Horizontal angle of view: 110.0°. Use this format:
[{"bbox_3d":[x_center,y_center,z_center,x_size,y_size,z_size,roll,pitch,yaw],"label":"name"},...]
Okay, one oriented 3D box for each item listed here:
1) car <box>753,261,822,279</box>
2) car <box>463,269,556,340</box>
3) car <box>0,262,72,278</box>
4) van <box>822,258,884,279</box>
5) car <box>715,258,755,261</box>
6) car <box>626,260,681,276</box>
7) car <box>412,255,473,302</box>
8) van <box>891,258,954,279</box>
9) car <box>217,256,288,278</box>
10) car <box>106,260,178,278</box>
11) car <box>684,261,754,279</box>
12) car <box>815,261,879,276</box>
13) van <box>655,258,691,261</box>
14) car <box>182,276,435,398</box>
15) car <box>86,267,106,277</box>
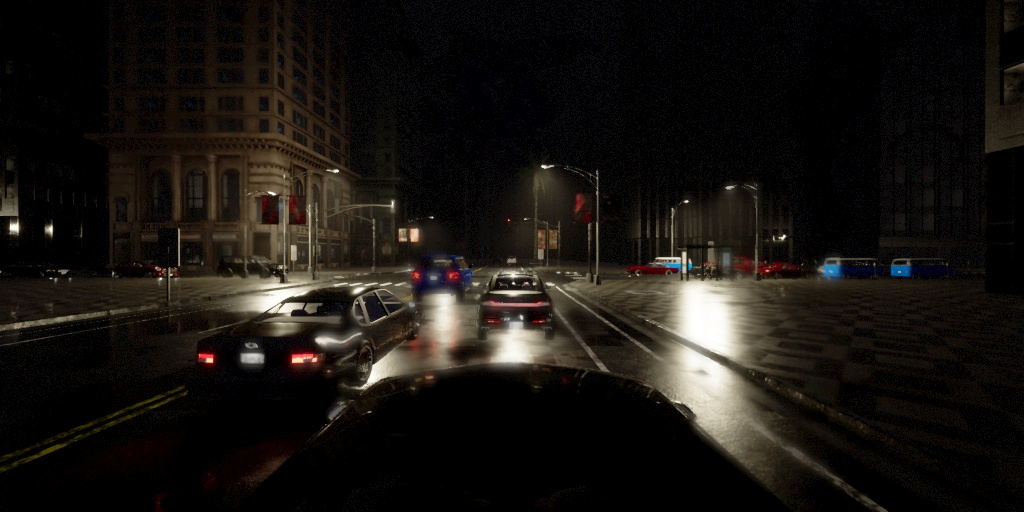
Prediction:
[{"bbox_3d":[22.732,1.326,29.814,4.207,1.307,1.802,0,0,0],"label":"car"},{"bbox_3d":[0.087,1.240,9.949,2.128,1.511,4.902,0,0,0],"label":"car"},{"bbox_3d":[-43.163,1.289,32.581,4.902,1.511,2.128,0,0,0],"label":"car"},{"bbox_3d":[28.410,1.082,29.819,3.998,1.789,1.690,0,0,0],"label":"van"},{"bbox_3d":[23.317,1.205,35.674,5.008,1.535,1.882,0,0,0],"label":"car"},{"bbox_3d":[13.875,1.335,35.667,4.718,1.301,1.895,0,0,2],"label":"car"},{"bbox_3d":[-3.160,0.972,17.120,2.150,2.045,5.566,0,0,0],"label":"car"},{"bbox_3d":[34.087,1.079,29.825,3.998,1.789,1.690,0,0,0],"label":"van"},{"bbox_3d":[-23.461,0.996,32.485,5.566,2.045,2.150,0,0,0],"label":"car"},{"bbox_3d":[-33.180,1.138,32.533,4.553,1.767,2.097,0,0,0],"label":"car"},{"bbox_3d":[17.054,1.299,29.809,4.403,1.370,2.007,0,0,0],"label":"car"},{"bbox_3d":[33.260,1.248,35.678,4.674,1.442,1.812,0,0,1],"label":"car"},{"bbox_3d":[17.045,1.065,38.334,3.998,1.789,1.690,0,0,0],"label":"van"},{"bbox_3d":[-3.150,1.297,6.879,2.033,1.411,5.357,0,0,0],"label":"car"},{"bbox_3d":[-39.305,1.385,35.752,4.718,1.301,1.895,0,0,0],"label":"car"}]
